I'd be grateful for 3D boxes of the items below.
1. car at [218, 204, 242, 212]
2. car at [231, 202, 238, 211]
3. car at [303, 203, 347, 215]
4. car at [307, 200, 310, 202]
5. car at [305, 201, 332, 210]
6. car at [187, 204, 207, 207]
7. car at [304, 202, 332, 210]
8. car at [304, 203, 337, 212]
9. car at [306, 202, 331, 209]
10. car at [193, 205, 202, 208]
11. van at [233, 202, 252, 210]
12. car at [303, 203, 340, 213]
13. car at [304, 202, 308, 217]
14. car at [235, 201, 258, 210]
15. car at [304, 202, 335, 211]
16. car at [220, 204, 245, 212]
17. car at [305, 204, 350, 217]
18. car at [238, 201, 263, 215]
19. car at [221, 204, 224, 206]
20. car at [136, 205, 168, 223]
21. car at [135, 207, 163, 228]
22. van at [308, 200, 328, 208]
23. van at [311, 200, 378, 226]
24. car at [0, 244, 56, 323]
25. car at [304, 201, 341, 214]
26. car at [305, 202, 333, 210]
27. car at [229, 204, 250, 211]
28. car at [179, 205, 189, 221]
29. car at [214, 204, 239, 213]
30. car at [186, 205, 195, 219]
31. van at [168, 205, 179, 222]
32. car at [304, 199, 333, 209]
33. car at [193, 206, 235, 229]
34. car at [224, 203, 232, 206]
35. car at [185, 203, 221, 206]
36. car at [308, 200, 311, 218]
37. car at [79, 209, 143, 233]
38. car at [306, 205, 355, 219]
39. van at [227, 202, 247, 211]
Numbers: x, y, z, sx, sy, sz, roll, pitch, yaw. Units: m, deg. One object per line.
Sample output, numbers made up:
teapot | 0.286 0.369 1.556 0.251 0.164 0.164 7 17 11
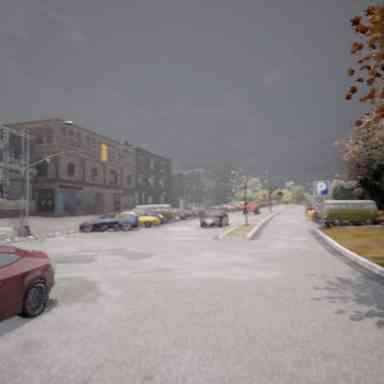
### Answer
car | 8.303 3.503 72.957 5.008 1.535 2.097 -2 -2 0
car | 6.248 3.249 67.283 4.553 1.767 2.185 -2 -2 -1
car | 18.497 2.357 46.308 5.366 1.575 1.946 -1 -2 -2
car | 17.374 2.173 43.484 4.553 1.767 2.185 -1 -2 -2
car | 25.074 2.678 65.891 4.553 1.767 2.185 -1 -2 0
car | 0.363 3.016 50.134 4.674 1.452 2.002 -2 -2 -2
car | 26.996 2.924 71.446 5.366 1.575 1.946 -1 -1 1
car | 22.131 2.647 57.525 4.792 1.488 2.163 -1 -2 -1
car | 29.264 3.074 77.002 4.792 1.488 2.163 -1 -1 1
car | -1.461 2.878 44.380 4.674 1.452 2.002 -2 -2 -3
van | 12.688 3.521 84.232 4.442 1.987 1.878 -2 -2 1
car | 20.164 2.492 51.924 5.008 1.535 2.097 -1 -2 -1
car | 14.144 2.025 32.163 5.366 1.575 1.946 -1 -2 -3
car | 14.695 3.623 89.840 5.566 2.045 2.435 -3 -2 1
car | 24.080 2.742 63.105 5.008 1.535 2.097 -1 -2 0
car | 9.183 3.570 75.770 5.366 1.575 1.946 -2 -2 0
car | 16.517 2.272 40.655 4.674 1.452 2.002 -1 -2 -3
car | 9.338 2.480 52.722 2.150 2.045 5.566 -2 -2 18
car | 2.242 3.112 55.882 5.008 1.535 2.097 -2 -2 -2
car | -4.930 2.430 32.802 4.553 1.767 2.185 -2 -2 -4
car | -5.522 2.471 29.906 5.366 1.575 1.946 -2 -2 -5
van | 32.360 3.000 85.349 4.442 1.987 1.878 -1 -1 1
van | 12.216 1.668 26.452 4.442 1.987 1.878 -1 -1 -4
car | -3.973 1.569 4.972 1.812 1.442 4.674 0 0 13
car | 19.262 2.302 49.112 4.553 1.767 2.185 -1 -1 -1
car | 26.133 2.865 68.671 4.892 1.521 2.231 -1 -2 1
car | 11.477 3.720 81.404 4.792 1.488 2.163 -2 -2 1
car | -3.218 2.699 38.601 4.892 1.521 2.231 -2 -2 -4
car | 7.276 3.440 70.119 4.892 1.521 2.231 -2 -2 0
car | -2.339 2.807 41.486 4.674 1.452 2.002 -2 -2 -3
van | -3.955 2.396 35.720 4.442 1.987 1.878 -2 -2 -4
car | 28.257 2.732 74.237 5.566 2.045 2.435 -1 -2 1
car | 1.969 2.242 28.434 2.128 1.511 4.902 -2 -2 15
car | 4.209 3.244 61.589 5.008 1.535 2.097 -2 -2 -1
car | 1.312 2.792 53.027 5.566 2.045 2.435 -2 -2 -2
car | 13.103 1.836 29.309 4.553 1.767 2.185 -1 -2 -4
car | -6.667 2.451 27.067 4.792 1.488 2.163 -2 -2 -5
car | 15.649 2.205 37.825 4.674 1.452 2.002 -1 -2 -3
van | 10.542 3.397 78.604 4.442 1.987 1.878 -2 -2 1
